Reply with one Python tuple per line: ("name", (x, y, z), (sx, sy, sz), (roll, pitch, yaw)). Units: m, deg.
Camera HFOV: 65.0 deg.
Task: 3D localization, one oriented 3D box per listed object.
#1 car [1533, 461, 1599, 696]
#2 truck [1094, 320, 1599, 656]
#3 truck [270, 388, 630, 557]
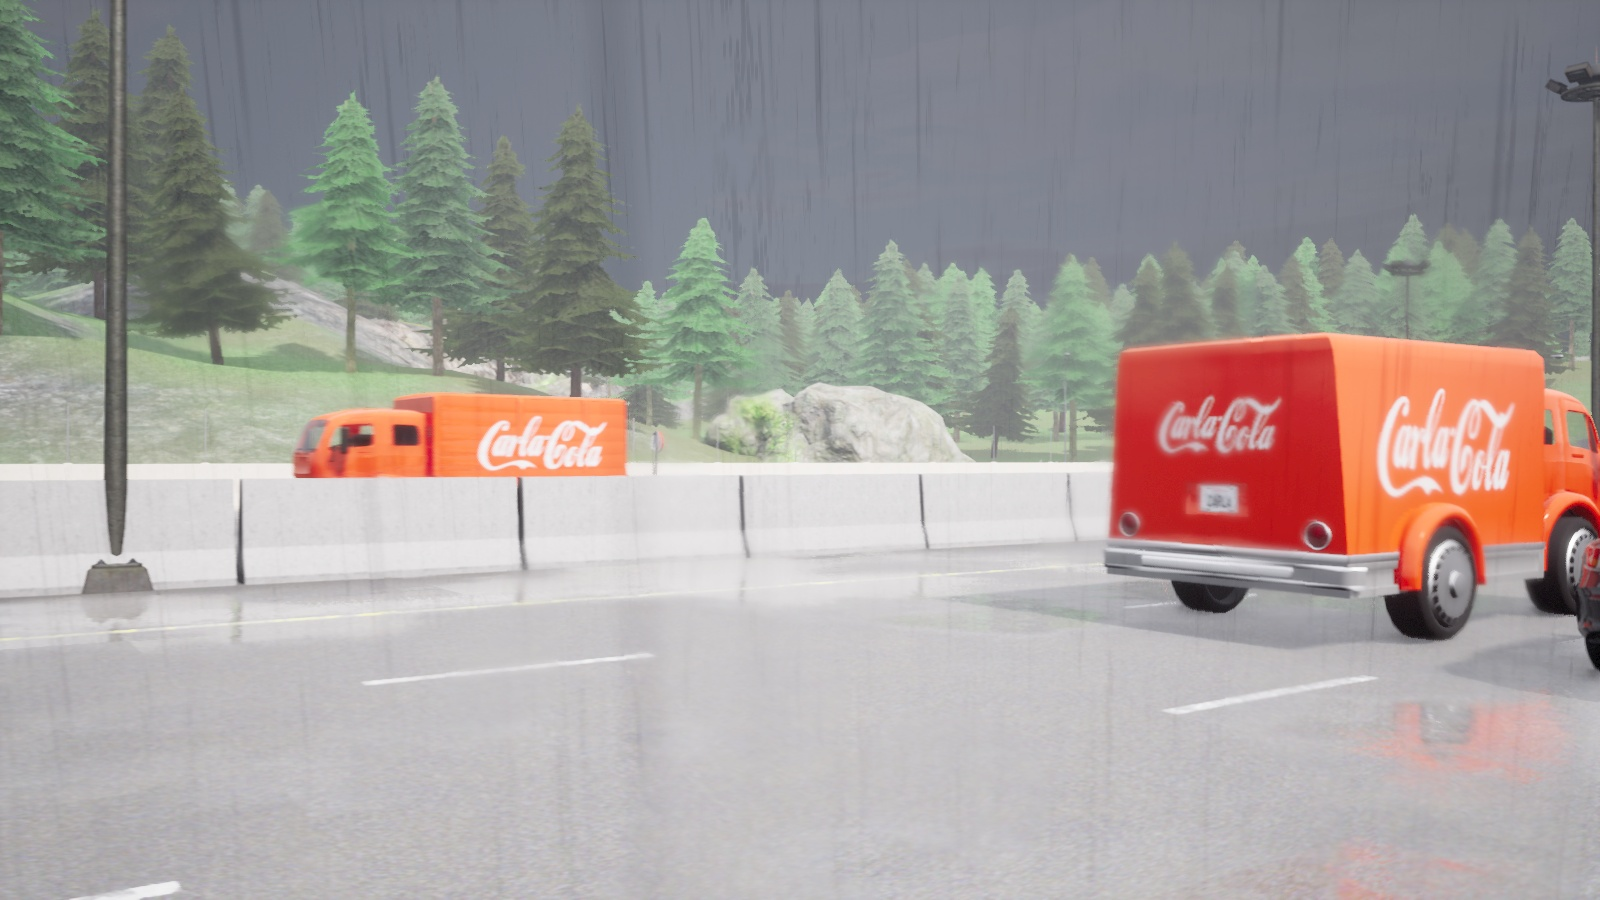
("car", (7.129, 0.794, 8.626), (4.674, 1.442, 1.812), (0, 0, -35))
("truck", (5.548, 0.292, 11.792), (5.204, 2.467, 2.627), (0, 0, -35))
("truck", (-5.789, 0.332, 20.957), (5.204, 2.467, 2.627), (0, 0, -35))
